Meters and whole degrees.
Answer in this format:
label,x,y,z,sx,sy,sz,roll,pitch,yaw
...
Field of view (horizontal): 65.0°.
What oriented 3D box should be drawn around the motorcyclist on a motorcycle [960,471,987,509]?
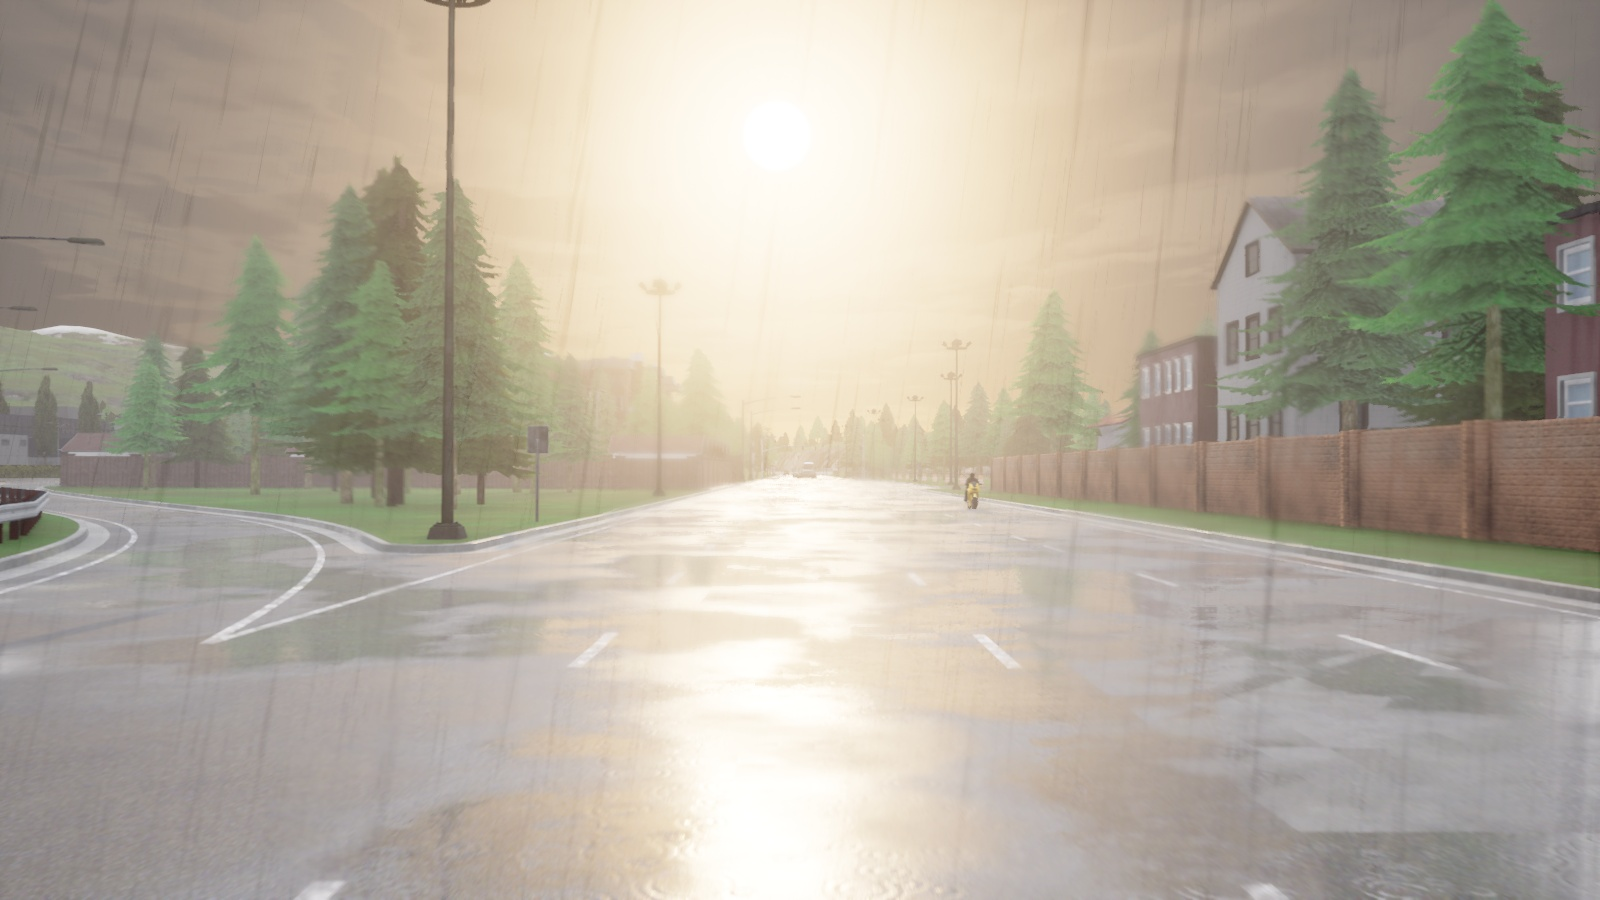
label,x,y,z,sx,sy,sz,roll,pitch,yaw
motorcyclist on a motorcycle,7.040,1.624,51.090,0.797,1.523,2.044,0,-1,0
